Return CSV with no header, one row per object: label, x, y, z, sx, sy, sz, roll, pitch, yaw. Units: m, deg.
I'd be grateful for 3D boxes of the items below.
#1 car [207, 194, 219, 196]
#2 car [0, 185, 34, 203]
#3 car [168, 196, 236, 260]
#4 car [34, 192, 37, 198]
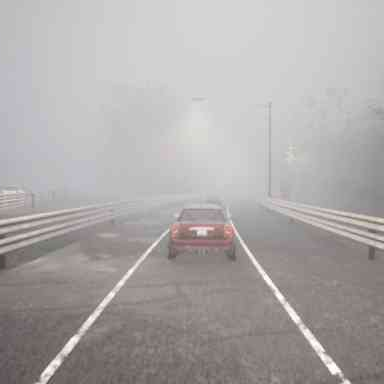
car,2.355,1.010,36.883,1.837,1.490,4.892,0,1,7
car,-21.253,0.181,40.217,2.150,2.045,5.566,0,1,-14
car,0.373,1.196,11.994,2.097,1.767,4.553,0,1,2
car,-22.672,0.341,45.494,2.128,1.511,4.902,0,1,-13
